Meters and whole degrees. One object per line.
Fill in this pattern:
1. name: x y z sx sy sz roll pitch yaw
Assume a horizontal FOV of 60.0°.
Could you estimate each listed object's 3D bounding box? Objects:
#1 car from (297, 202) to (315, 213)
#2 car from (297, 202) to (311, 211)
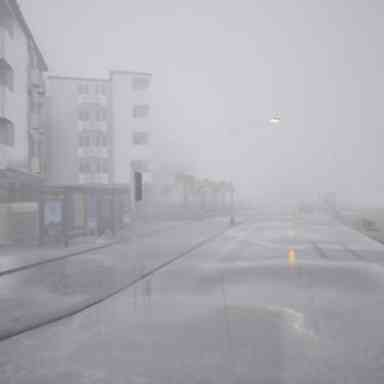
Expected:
1. car: 15.376 2.114 44.662 1.994 1.385 4.181 -1 -1 16
2. car: 18.187 2.275 54.224 1.895 1.301 4.718 -1 -1 16
